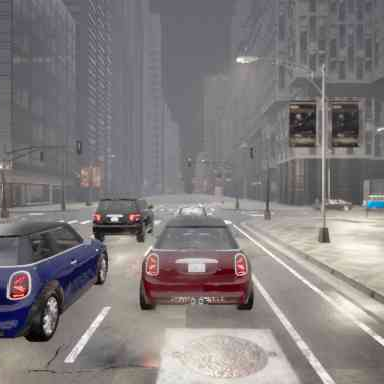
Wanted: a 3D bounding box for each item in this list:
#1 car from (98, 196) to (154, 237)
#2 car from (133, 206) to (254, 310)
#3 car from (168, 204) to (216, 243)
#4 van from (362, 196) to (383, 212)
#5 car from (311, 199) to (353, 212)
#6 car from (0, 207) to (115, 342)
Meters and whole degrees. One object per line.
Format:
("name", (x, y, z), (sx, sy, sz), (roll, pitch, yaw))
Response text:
("car", (-3.188, 1.222, 16.352), (2.150, 2.045, 5.566), (0, 0, 0))
("car", (0.081, 1.352, 7.960), (2.097, 1.767, 4.553), (0, 0, 0))
("car", (0.050, 1.491, 17.147), (2.128, 1.511, 4.902), (0, 0, 2))
("van", (21.407, 1.293, 37.556), (3.998, 1.788, 1.690), (0, 0, 0))
("car", (15.789, 1.514, 37.567), (4.403, 1.369, 2.008), (0, 0, 0))
("car", (-3.166, 1.352, 6.640), (2.097, 1.767, 4.553), (0, 0, 0))
